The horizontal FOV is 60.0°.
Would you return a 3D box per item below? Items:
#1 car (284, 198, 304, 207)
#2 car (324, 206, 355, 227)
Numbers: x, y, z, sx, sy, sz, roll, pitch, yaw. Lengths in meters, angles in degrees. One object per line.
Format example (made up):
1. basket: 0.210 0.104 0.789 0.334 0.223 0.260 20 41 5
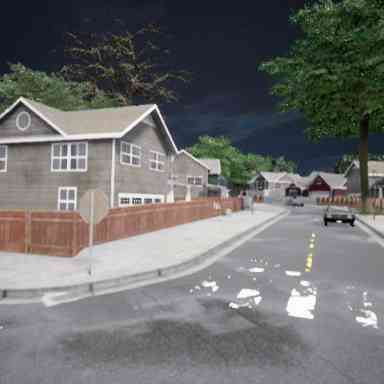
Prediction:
1. car: 17.068 1.754 55.705 1.994 1.385 4.181 2 0 -6
2. car: 10.364 1.635 23.650 1.895 1.301 4.718 1 0 21
